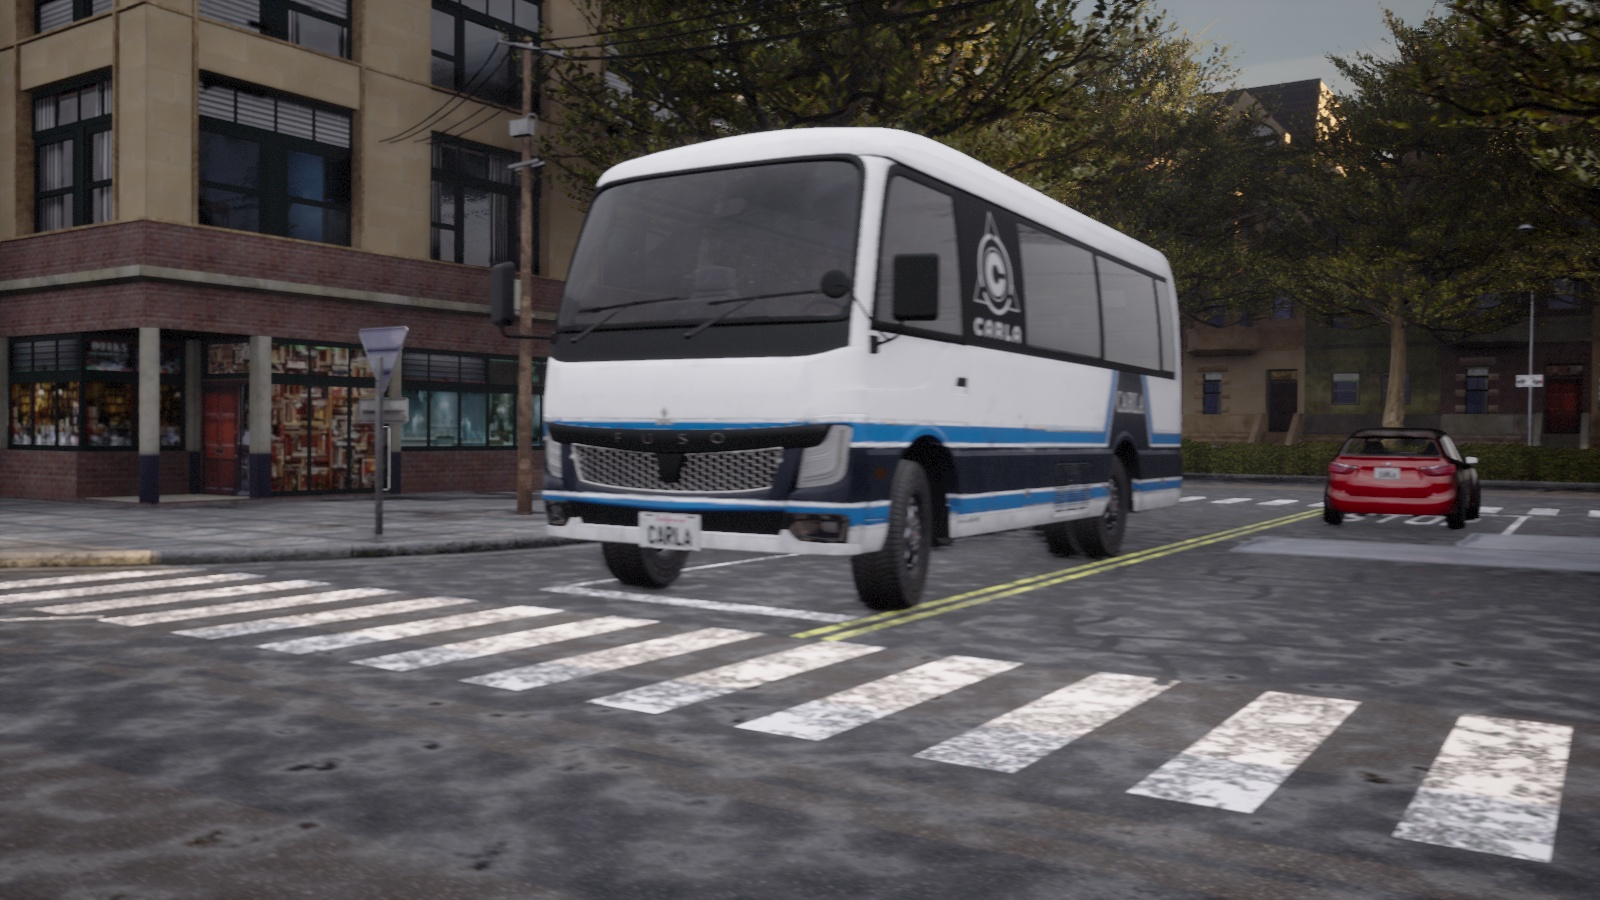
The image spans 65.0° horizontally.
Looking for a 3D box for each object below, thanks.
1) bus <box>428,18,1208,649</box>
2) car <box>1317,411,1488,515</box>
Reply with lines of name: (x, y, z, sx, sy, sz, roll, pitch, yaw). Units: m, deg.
bus: (1.255, -0.844, 13.883, 3.944, 4.253, 10.273, 0, 1, 31)
car: (10.964, 0.168, 22.658, 2.242, 1.667, 4.611, 0, 1, 32)
